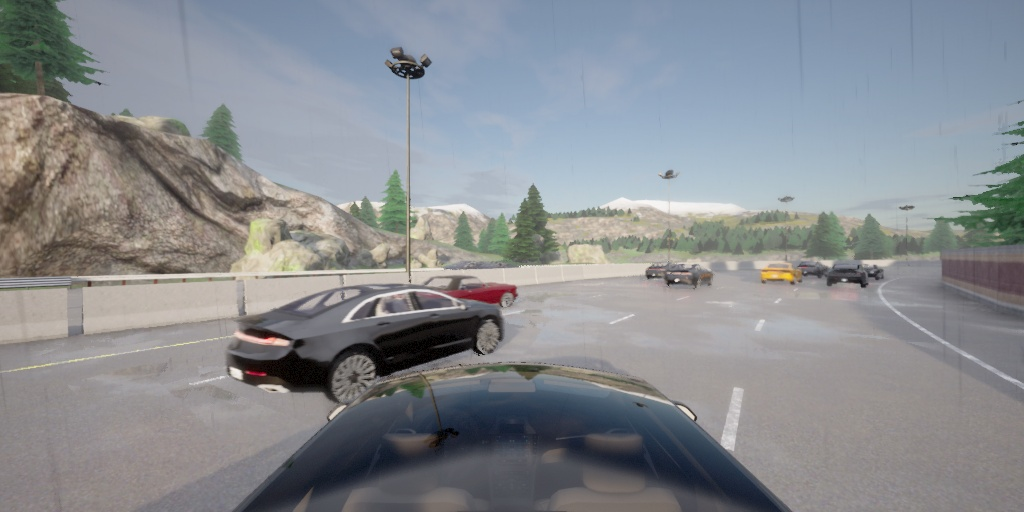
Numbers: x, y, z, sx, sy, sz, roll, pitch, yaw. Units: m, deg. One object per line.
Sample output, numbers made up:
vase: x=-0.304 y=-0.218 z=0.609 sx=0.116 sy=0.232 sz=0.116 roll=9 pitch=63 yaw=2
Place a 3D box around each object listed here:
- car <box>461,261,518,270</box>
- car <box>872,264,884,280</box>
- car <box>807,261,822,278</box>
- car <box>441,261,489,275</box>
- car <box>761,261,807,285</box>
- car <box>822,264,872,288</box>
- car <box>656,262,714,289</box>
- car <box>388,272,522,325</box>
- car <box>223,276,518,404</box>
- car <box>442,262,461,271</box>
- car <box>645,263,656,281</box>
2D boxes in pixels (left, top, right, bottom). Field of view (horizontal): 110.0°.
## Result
car: x=-1.489 y=1.237 z=29.888 sx=2.128 sy=1.511 sz=4.902 roll=0 pitch=0 yaw=43
car: x=30.450 y=1.346 z=30.823 sx=4.718 sy=1.301 sz=1.895 roll=0 pitch=0 yaw=-39
car: x=27.774 y=1.236 z=33.137 sx=4.902 sy=1.511 sz=2.128 roll=0 pitch=0 yaw=-39
car: x=-5.322 y=1.292 z=41.181 sx=2.033 sy=1.411 sz=5.357 roll=0 pitch=0 yaw=44
car: x=19.812 y=1.223 z=26.285 sx=5.008 sy=1.535 sz=1.882 roll=0 pitch=0 yaw=-44
car: x=22.495 y=1.251 z=24.006 sx=4.892 sy=1.490 sz=1.837 roll=0 pitch=0 yaw=-43
car: x=11.413 y=1.238 z=22.927 sx=2.128 sy=1.511 sz=4.902 roll=0 pitch=0 yaw=43
car: x=-1.799 y=1.349 z=12.805 sx=1.895 sy=1.301 sz=4.718 roll=0 pitch=0 yaw=37
car: x=-2.049 y=1.240 z=6.439 sx=2.128 sy=1.511 sz=4.902 roll=0 pitch=0 yaw=34
car: x=-4.010 y=1.237 z=32.312 sx=2.128 sy=1.511 sz=4.902 roll=0 pitch=0 yaw=43
car: x=12.567 y=1.237 z=29.065 sx=4.902 sy=1.511 sz=2.128 roll=0 pitch=0 yaw=-45
